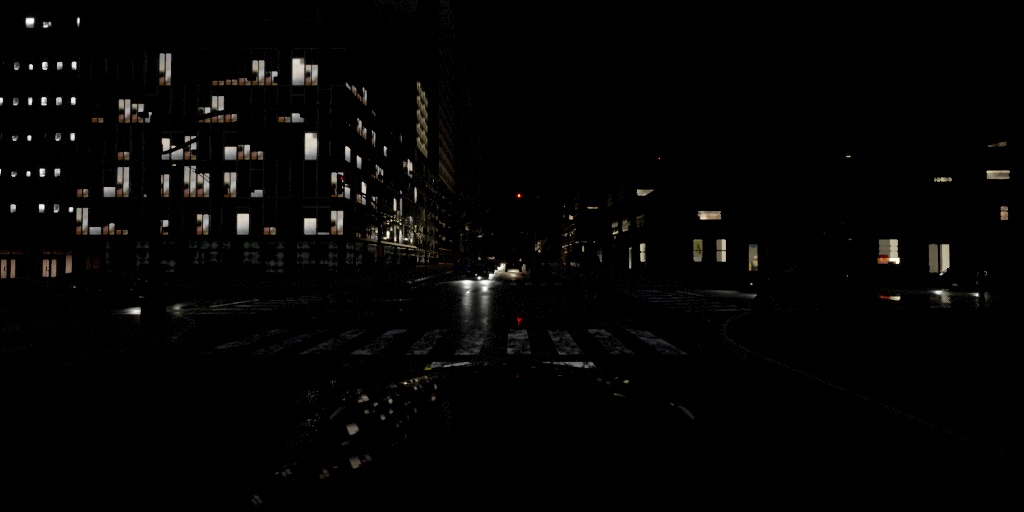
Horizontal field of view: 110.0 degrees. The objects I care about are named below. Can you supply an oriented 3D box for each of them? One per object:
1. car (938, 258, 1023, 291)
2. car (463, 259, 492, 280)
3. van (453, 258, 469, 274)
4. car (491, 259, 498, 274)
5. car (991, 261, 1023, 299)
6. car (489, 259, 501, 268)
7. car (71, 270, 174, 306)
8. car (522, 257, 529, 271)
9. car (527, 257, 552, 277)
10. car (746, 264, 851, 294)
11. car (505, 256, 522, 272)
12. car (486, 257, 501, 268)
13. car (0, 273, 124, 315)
[{"bbox_3d":[25.099,0.881,18.489,4.553,1.767,2.097,-1,-1,1],"label":"car"},{"bbox_3d":[-3.018,1.281,32.071,1.812,1.442,4.674,0,0,-1],"label":"car"},{"bbox_3d":[-5.618,1.097,40.623,1.690,1.789,3.998,0,0,0],"label":"van"},{"bbox_3d":[-3.024,1.321,42.020,1.994,1.385,4.181,0,0,0],"label":"car"},{"bbox_3d":[20.710,0.995,12.734,4.829,1.417,1.751,0,0,1],"label":"car"},{"bbox_3d":[-2.939,1.236,62.720,1.882,1.535,5.008,0,0,1],"label":"car"},{"bbox_3d":[-17.868,1.360,15.783,5.008,1.535,1.882,-1,-1,1],"label":"car"},{"bbox_3d":[2.774,1.072,46.320,2.192,1.841,5.009,0,0,0],"label":"car"},{"bbox_3d":[2.752,1.196,34.972,1.967,1.591,4.097,0,0,0],"label":"car"},{"bbox_3d":[14.766,1.153,18.609,4.674,1.442,1.812,-1,-1,1],"label":"car"},{"bbox_3d":[0.184,1.109,47.178,2.097,1.767,4.553,0,0,0],"label":"car"},{"bbox_3d":[-3.003,1.305,52.300,2.033,1.411,5.357,0,0,0],"label":"car"},{"bbox_3d":[-17.398,1.413,13.170,4.207,1.307,1.802,0,0,1],"label":"car"}]
